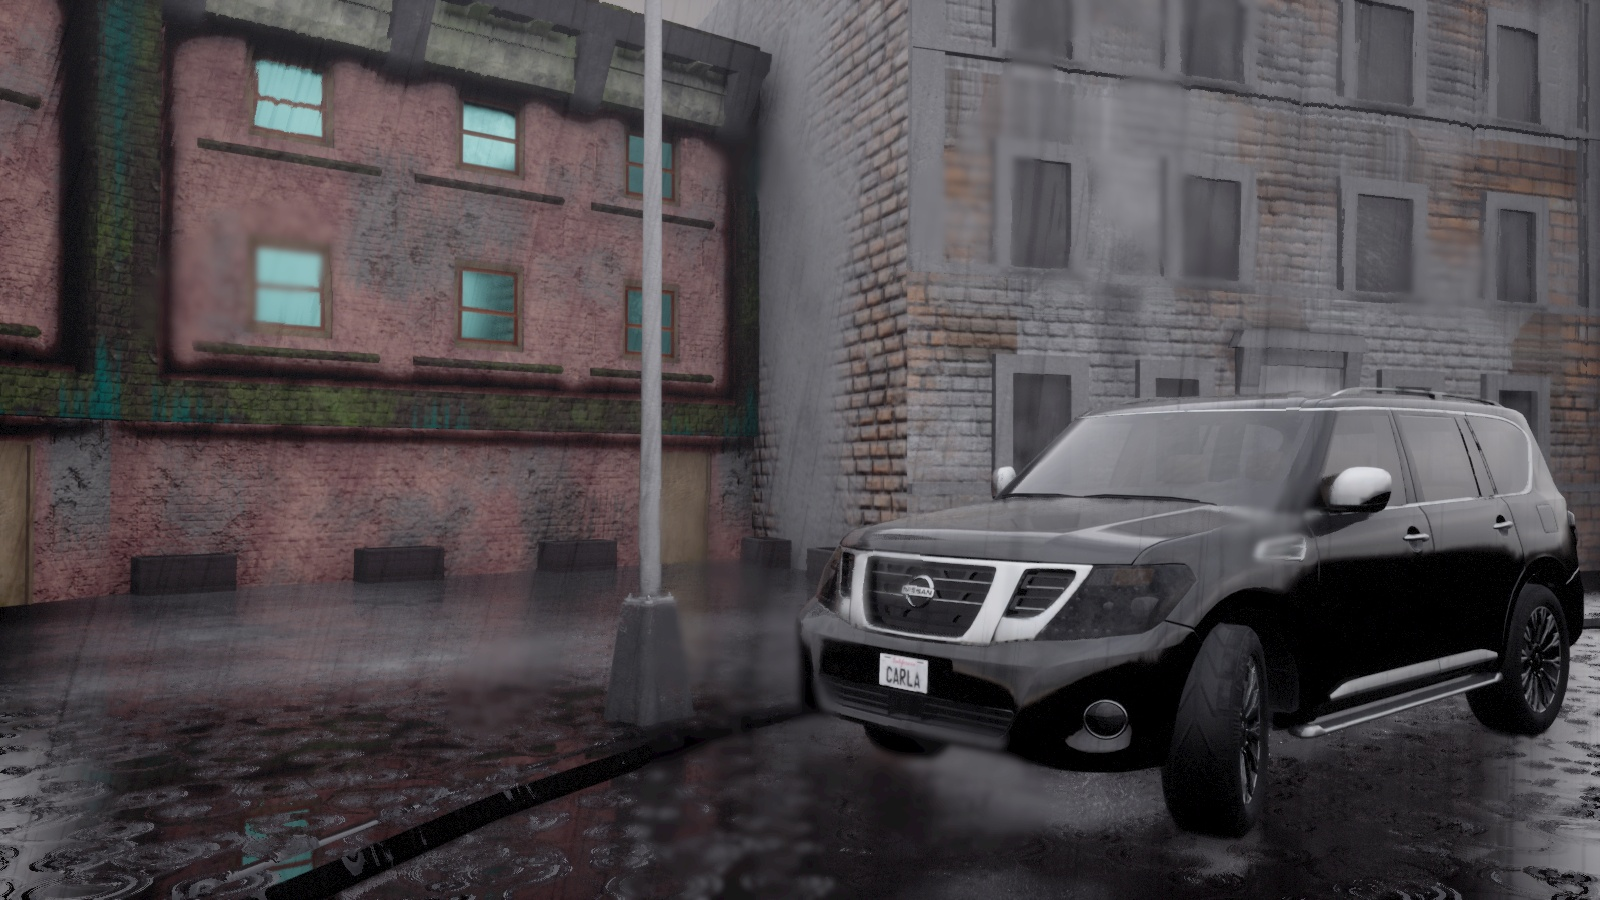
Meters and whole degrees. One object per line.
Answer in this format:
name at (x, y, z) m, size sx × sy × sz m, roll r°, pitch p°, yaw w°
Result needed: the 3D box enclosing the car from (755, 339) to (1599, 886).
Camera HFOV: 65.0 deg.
car at (2.597, 0.641, 7.321) m, size 5.566 × 2.045 × 2.150 m, roll 1°, pitch -1°, yaw -40°
